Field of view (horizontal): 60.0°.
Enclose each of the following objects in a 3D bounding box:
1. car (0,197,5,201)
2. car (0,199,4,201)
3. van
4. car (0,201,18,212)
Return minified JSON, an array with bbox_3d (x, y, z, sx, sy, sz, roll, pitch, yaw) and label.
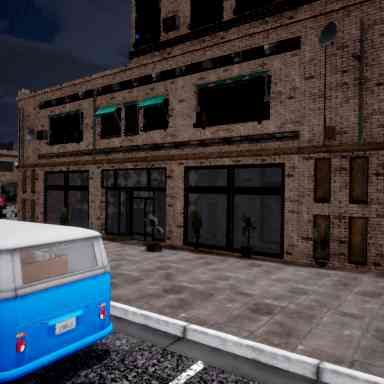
[{"bbox_3d":[-22.873,1.411,36.230,2.192,1.841,5.009,0,0,36],"label":"car"},{"bbox_3d":[-21.783,1.684,33.348,1.994,1.385,4.181,1,0,36],"label":"car"},{"bbox_3d":[-2.995,1.340,4.998,3.998,1.788,1.690,0,1,36],"label":"van"},{"bbox_3d":[-16.121,1.793,31.270,1.947,1.339,4.313,0,0,36],"label":"car"}]
